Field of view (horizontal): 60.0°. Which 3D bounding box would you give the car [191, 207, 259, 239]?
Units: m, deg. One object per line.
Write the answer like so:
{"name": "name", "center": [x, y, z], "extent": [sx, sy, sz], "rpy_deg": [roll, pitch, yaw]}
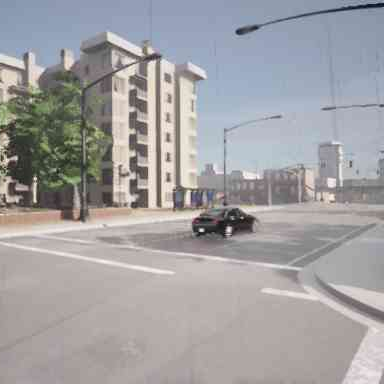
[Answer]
{"name": "car", "center": [1.908, 1.582, 17.930], "extent": [1.837, 1.490, 4.892], "rpy_deg": [-1, -1, 37]}
